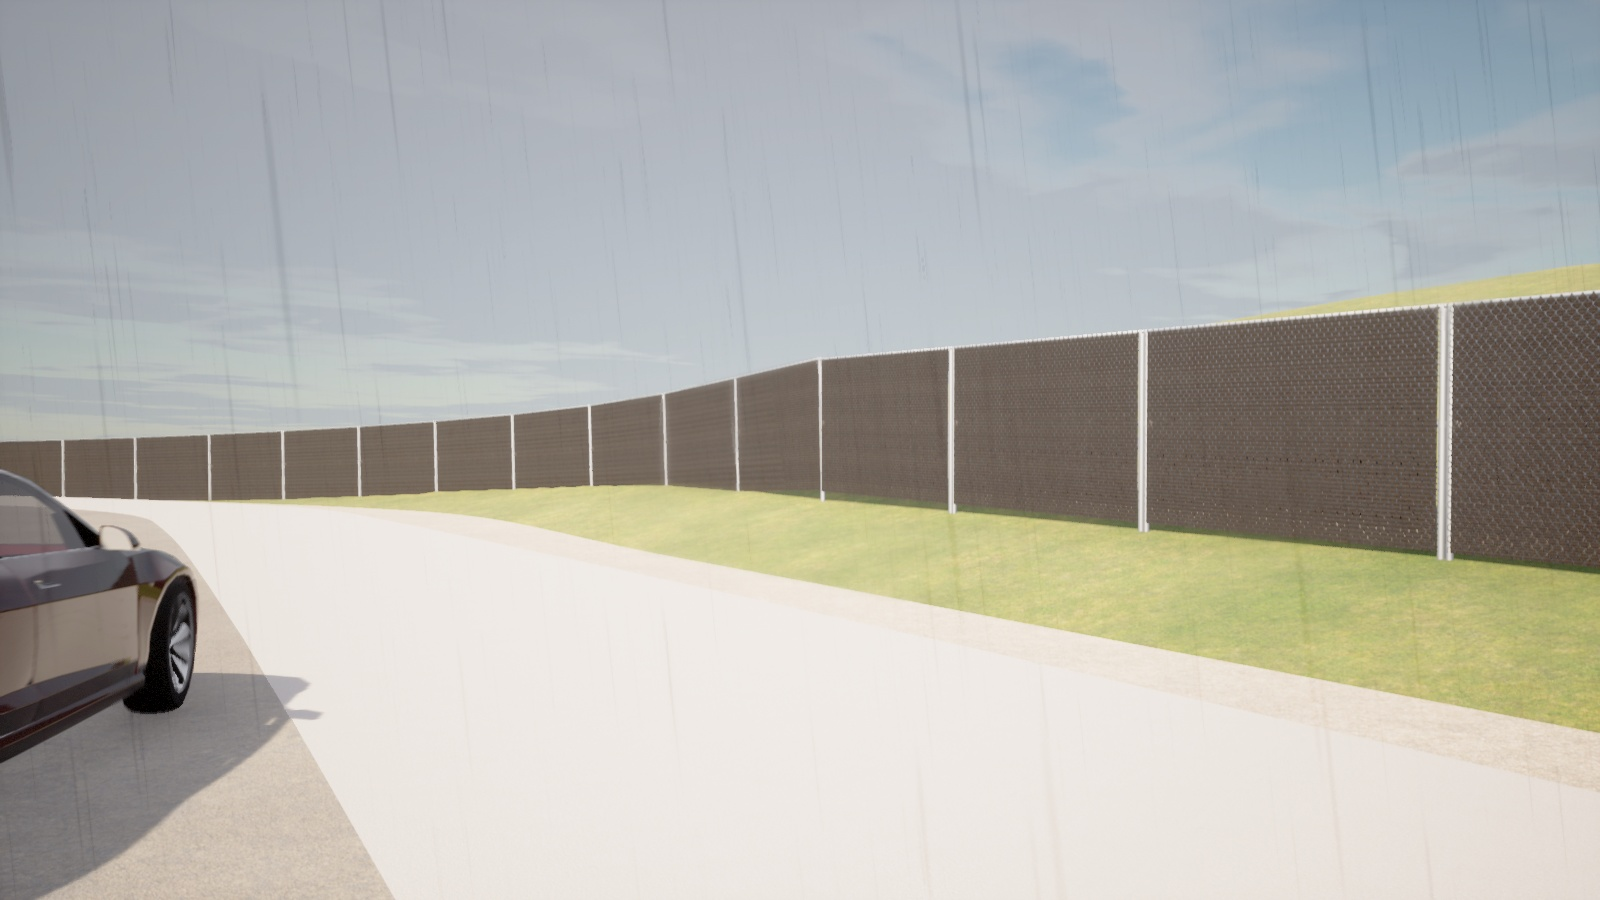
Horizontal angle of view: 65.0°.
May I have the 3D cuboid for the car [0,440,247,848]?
[{"bbox_3d":[-4.147,0.719,5.292,2.163,1.488,4.792,-1,1,-9],"label":"car"}]
